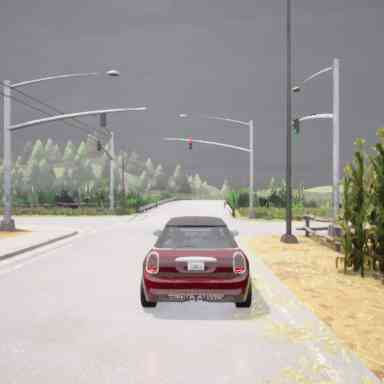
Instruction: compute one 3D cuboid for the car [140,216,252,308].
[{"bbox_3d":[0.096,1.352,8.091,2.097,1.767,4.553,0,0,1],"label":"car"}]
